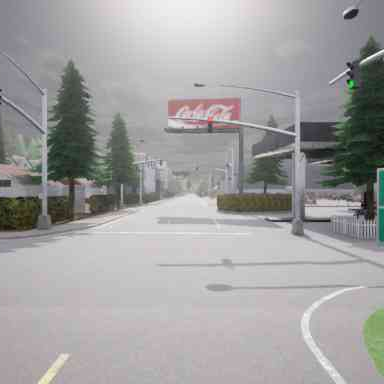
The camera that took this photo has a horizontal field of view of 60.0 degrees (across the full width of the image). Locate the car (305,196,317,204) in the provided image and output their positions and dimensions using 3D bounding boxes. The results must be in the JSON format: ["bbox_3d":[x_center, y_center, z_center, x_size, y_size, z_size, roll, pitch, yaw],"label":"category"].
[{"bbox_3d":[22.524,1.552,64.004,1.970,1.475,3.806,0,0,0],"label":"car"}]

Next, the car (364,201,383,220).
[{"bbox_3d":[18.705,1.672,30.609,4.611,1.667,2.242,0,0,0],"label":"car"}]

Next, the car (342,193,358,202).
[{"bbox_3d":[34.931,1.489,71.791,2.007,1.523,4.514,0,0,0],"label":"car"}]

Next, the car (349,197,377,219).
[{"bbox_3d":[14.376,1.505,24.940,3.866,1.878,1.905,0,0,0],"label":"car"}]
